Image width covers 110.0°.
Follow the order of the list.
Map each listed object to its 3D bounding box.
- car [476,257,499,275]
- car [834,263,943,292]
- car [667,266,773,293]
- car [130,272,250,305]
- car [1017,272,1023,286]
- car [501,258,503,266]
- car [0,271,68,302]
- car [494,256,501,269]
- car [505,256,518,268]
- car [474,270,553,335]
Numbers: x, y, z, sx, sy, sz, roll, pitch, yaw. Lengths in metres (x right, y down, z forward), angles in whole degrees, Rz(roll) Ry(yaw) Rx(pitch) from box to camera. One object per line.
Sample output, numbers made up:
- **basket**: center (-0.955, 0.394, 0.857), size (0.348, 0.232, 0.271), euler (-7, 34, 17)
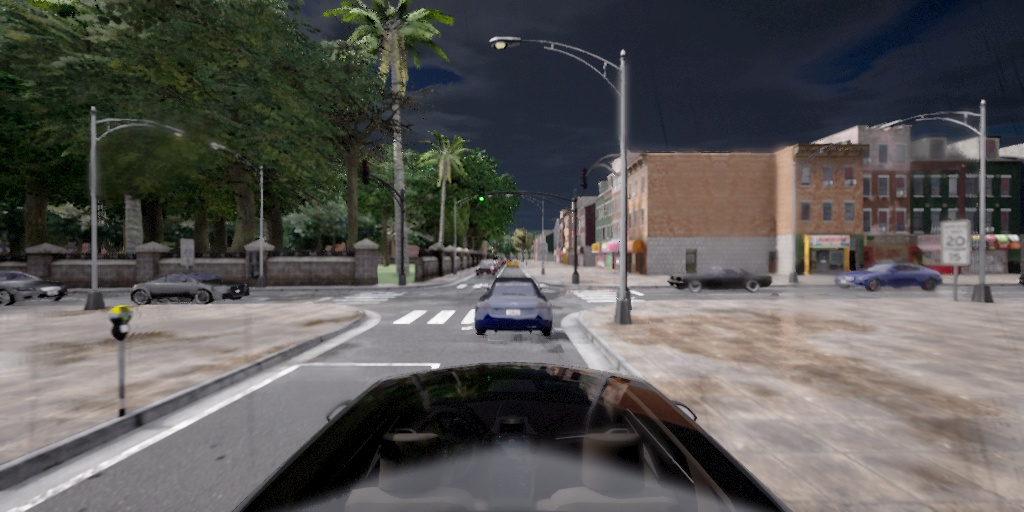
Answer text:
- **car**: center (-2.626, 1.149, 36.793), size (1.967, 1.591, 4.097), euler (0, 0, 0)
- **car**: center (19.901, 1.086, 19.016), size (4.674, 1.442, 1.812), euler (0, 0, 0)
- **car**: center (10.854, 1.220, 19.020), size (4.718, 1.301, 1.895), euler (0, 0, 1)
- **car**: center (-14.256, 1.407, 16.037), size (4.181, 1.385, 1.994), euler (-1, 0, 0)
- **car**: center (30.143, 1.013, 19.022), size (4.892, 1.490, 1.837), euler (0, 0, 0)
- **car**: center (-2.621, 1.308, 53.858), size (1.802, 1.307, 4.207), euler (0, 0, 0)
- **car**: center (-22.994, 1.418, 16.029), size (4.902, 1.511, 2.128), euler (-1, 0, 0)
- **car**: center (-2.623, 1.152, 42.480), size (1.967, 1.591, 4.097), euler (0, 0, 0)
- **car**: center (0.118, 1.220, 61.879), size (1.882, 1.535, 5.008), euler (0, 0, 0)
- **car**: center (0.062, 1.293, 10.473), size (1.994, 1.385, 4.181), euler (0, 0, 1)
